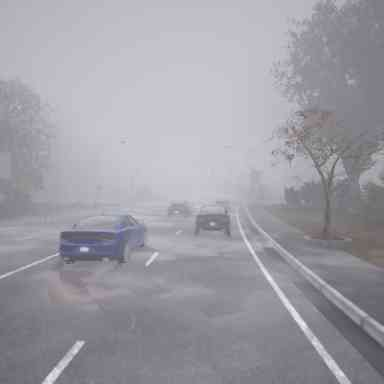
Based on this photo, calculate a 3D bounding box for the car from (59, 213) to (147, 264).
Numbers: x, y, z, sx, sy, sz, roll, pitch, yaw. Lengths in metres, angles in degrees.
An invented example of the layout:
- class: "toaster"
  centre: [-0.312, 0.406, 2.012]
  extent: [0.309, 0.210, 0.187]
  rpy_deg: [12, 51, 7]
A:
- class: "car"
  centre: [-2.885, 1.462, 11.825]
  extent: [1.882, 1.535, 5.008]
  rpy_deg: [0, 0, 3]

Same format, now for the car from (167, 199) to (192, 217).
- class: "car"
  centre: [-1.031, 1.450, 30.492]
  extent: [1.837, 1.490, 4.892]
  rpy_deg: [0, 0, 7]

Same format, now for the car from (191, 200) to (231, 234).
- class: "car"
  centre: [1.247, 1.466, 19.213]
  extent: [1.882, 1.535, 5.008]
  rpy_deg: [0, 0, 5]

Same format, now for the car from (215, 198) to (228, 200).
- class: "car"
  centre: [3.308, 1.414, 36.881]
  extent: [2.128, 1.511, 4.902]
  rpy_deg: [0, 0, 7]
